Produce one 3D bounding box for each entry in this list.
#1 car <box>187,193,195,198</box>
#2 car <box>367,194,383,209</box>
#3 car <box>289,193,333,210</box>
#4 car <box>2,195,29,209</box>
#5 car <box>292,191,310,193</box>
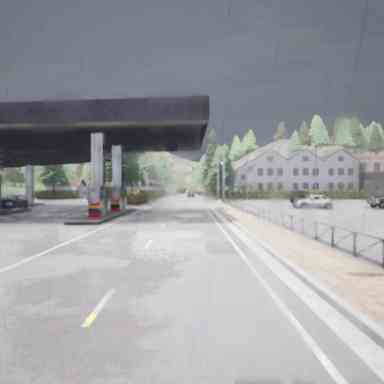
[{"bbox_3d":[-0.250,0.860,91.745,1.994,1.385,4.181,0,0,0],"label":"car"},{"bbox_3d":[21.069,0.809,35.021,4.605,1.855,1.932,0,0,-1],"label":"car"},{"bbox_3d":[12.591,1.083,34.911,3.806,1.475,1.970,0,0,-1],"label":"car"},{"bbox_3d":[-20.831,1.212,38.493,2.242,1.667,4.611,0,0,-1],"label":"car"},{"bbox_3d":[13.172,0.773,38.239,3.866,1.878,1.905,0,0,-1],"label":"car"}]
